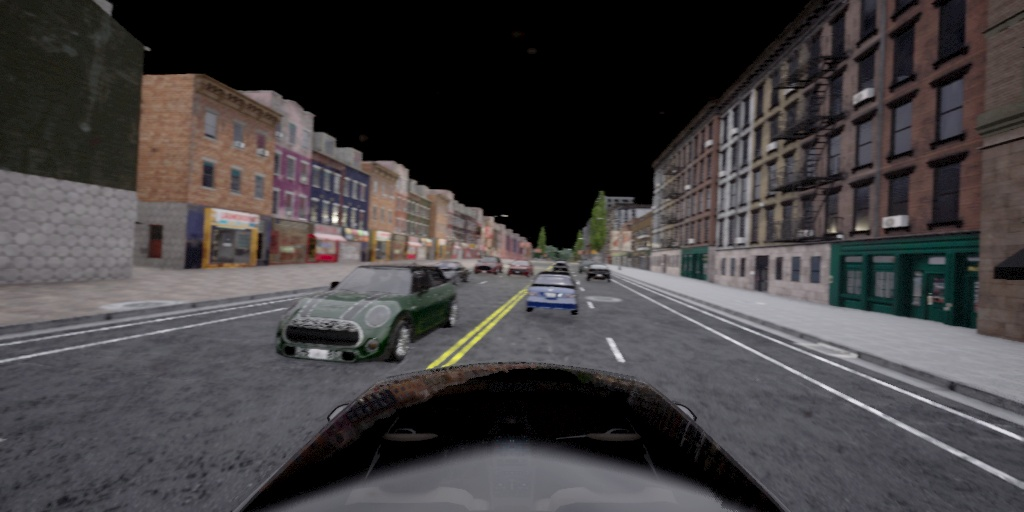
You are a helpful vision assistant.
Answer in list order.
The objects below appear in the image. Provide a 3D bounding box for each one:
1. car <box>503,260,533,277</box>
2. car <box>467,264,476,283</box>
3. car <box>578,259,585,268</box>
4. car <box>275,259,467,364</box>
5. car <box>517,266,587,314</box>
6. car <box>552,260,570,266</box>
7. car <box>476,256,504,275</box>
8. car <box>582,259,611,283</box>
[{"bbox_3d":[0.837,1.070,32.034,1.882,1.535,5.008,3,0,9],"label":"car"},{"bbox_3d":[-3.936,1.031,22.163,1.994,1.385,4.181,3,0,8],"label":"car"},{"bbox_3d":[9.069,1.184,43.082,2.097,1.767,4.553,3,1,9],"label":"car"},{"bbox_3d":[-2.722,0.954,7.883,2.097,1.767,4.553,3,0,8],"label":"car"},{"bbox_3d":[1.635,1.309,14.022,2.033,1.411,5.357,3,0,9],"label":"car"},{"bbox_3d":[5.725,1.206,42.267,1.837,1.490,4.892,3,1,8],"label":"car"},{"bbox_3d":[-2.116,0.801,34.075,2.097,1.767,4.553,3,1,8],"label":"car"},{"bbox_3d":[7.323,1.361,30.873,1.882,1.535,5.008,3,1,9],"label":"car"}]
